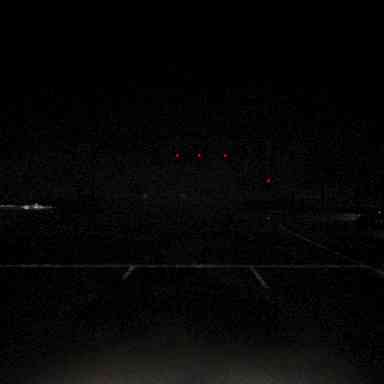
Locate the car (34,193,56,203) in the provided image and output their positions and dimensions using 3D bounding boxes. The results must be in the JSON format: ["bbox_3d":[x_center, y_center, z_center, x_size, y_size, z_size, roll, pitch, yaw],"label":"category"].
[{"bbox_3d":[-28.038,1.095,63.565,2.097,1.767,4.553,0,0,0],"label":"car"}]

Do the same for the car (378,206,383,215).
[{"bbox_3d":[17.649,1.260,26.079,4.553,1.767,2.097,0,0,6],"label":"car"}]

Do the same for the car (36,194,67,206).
[{"bbox_3d":[-21.122,1.403,50.049,1.895,1.301,4.718,0,0,0],"label":"car"}]

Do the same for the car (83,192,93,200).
[{"bbox_3d":[-26.683,1.001,85.612,2.097,1.767,4.553,0,0,-14],"label":"car"}]

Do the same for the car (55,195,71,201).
[{"bbox_3d":[-28.129,1.299,72.519,1.895,1.301,4.718,0,0,-3],"label":"car"}]

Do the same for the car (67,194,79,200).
[{"bbox_3d":[-29.682,1.195,83.226,2.033,1.411,5.357,0,0,-10],"label":"car"}]

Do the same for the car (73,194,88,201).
[{"bbox_3d":[-24.729,1.198,73.889,1.837,1.490,4.892,0,0,-3],"label":"car"}]

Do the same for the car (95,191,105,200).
[{"bbox_3d":[-21.202,1.199,73.651,1.837,1.490,4.892,0,0,-3],"label":"car"}]

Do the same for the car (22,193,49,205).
[{"bbox_3d":[-24.615,1.266,53.192,1.882,1.535,5.008,0,0,0],"label":"car"}]

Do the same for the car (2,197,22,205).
[{"bbox_3d":[-28.111,1.391,52.960,1.895,1.301,4.718,0,0,0],"label":"car"}]

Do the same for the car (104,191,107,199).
[{"bbox_3d":[-22.786,0.876,84.445,2.150,2.045,5.566,0,0,-10],"label":"car"}]

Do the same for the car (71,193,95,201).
[{"bbox_3d":[-21.060,1.090,64.593,2.097,1.767,4.553,0,0,0],"label":"car"}]

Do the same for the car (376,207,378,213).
[{"bbox_3d":[19.457,1.441,29.502,5.357,1.411,2.033,0,0,7],"label":"car"}]

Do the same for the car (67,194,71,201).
[{"bbox_3d":[-24.539,1.263,64.922,1.812,1.442,4.674,0,0,0],"label":"car"}]

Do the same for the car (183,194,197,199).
[{"bbox_3d":[-0.168,1.201,94.674,1.895,1.301,4.718,0,0,-18],"label":"car"}]
